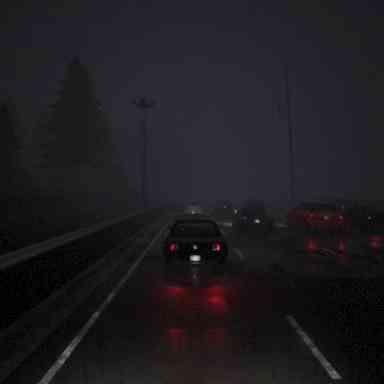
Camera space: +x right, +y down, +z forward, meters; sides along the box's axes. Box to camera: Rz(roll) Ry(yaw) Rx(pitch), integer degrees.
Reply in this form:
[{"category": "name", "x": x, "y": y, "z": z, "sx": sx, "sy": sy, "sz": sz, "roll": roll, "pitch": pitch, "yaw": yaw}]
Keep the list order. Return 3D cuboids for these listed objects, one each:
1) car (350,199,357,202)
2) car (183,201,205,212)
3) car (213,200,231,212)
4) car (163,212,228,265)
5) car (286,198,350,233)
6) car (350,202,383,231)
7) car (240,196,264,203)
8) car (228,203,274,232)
[{"category": "car", "x": 14.101, "y": 1.383, "z": 31.390, "sx": 2.097, "sy": 1.767, "sz": 4.553, "roll": 0, "pitch": 0, "yaw": 0}, {"category": "car", "x": 0.102, "y": 1.556, "z": 31.220, "sx": 1.812, "sy": 1.442, "sz": 4.674, "roll": 0, "pitch": 0, "yaw": 0}, {"category": "car", "x": 3.601, "y": 1.602, "z": 38.603, "sx": 1.994, "sy": 1.385, "sz": 4.181, "roll": 0, "pitch": 0, "yaw": 0}, {"category": "car", "x": 0.100, "y": 1.612, "z": 11.769, "sx": 1.895, "sy": 1.301, "sz": 4.718, "roll": 0, "pitch": 0, "yaw": 0}, {"category": "car", "x": 7.101, "y": 1.370, "z": 19.665, "sx": 2.097, "sy": 1.767, "sz": 4.553, "roll": 0, "pitch": 0, "yaw": 0}, {"category": "car", "x": 10.600, "y": 1.546, "z": 20.520, "sx": 1.812, "sy": 1.442, "sz": 4.674, "roll": 0, "pitch": 0, "yaw": 0}, {"category": "car", "x": 7.102, "y": 1.515, "z": 38.185, "sx": 1.882, "sy": 1.535, "sz": 5.008, "roll": 0, "pitch": 0, "yaw": 0}, {"category": "car", "x": 3.601, "y": 1.584, "z": 20.333, "sx": 1.994, "sy": 1.385, "sz": 4.181, "roll": 0, "pitch": 0, "yaw": 0}]
